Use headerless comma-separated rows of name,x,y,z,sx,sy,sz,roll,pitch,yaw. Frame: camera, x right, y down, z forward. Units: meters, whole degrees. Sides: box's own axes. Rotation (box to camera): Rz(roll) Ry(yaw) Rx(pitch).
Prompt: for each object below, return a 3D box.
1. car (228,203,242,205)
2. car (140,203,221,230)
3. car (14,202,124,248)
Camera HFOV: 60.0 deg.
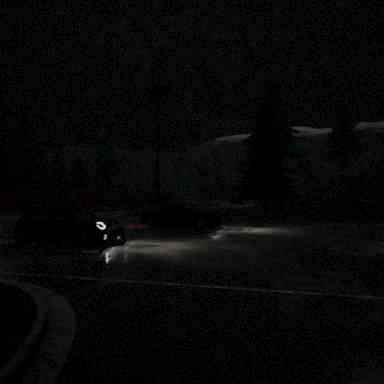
car,7.775,1.484,60.389,2.128,1.511,4.902,0,0,-3
car,-0.725,1.475,20.646,5.008,1.535,1.882,0,0,13
car,-5.290,1.351,14.532,4.553,1.767,2.097,0,0,13
